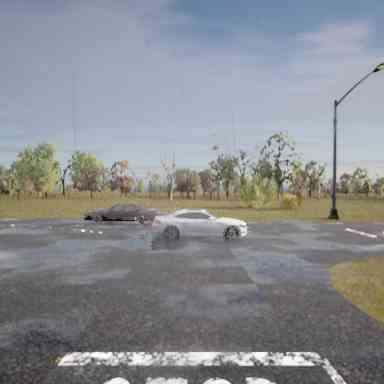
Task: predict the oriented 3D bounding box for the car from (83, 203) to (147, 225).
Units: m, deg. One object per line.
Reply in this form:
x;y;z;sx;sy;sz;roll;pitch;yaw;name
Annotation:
-4.805;1.524;23.525;5.357;1.411;2.033;1;0;0;car

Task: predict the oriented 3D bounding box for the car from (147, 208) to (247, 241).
0.345;1.576;16.488;4.674;1.442;1.812;0;0;0;car
